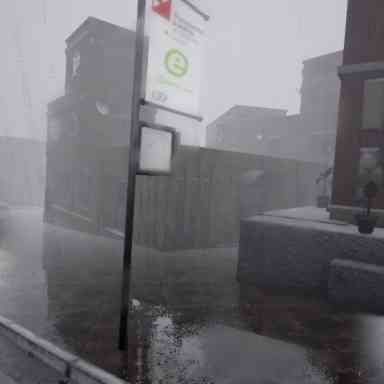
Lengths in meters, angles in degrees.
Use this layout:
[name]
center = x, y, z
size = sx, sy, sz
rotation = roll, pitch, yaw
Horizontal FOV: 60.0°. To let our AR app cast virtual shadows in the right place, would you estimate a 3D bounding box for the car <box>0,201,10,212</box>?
[car]
center = -25.909, 1.902, 43.681
size = 1.812, 1.442, 4.674
rotation = 4, -2, 4
